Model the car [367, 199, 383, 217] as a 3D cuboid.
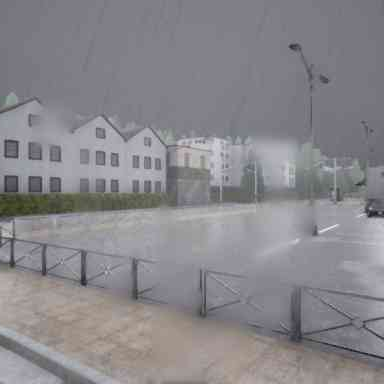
[{"bbox_3d":[15.412,1.298,26.820,2.007,1.523,4.514,0,0,35],"label":"car"}]
